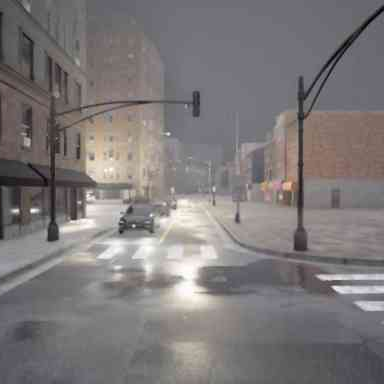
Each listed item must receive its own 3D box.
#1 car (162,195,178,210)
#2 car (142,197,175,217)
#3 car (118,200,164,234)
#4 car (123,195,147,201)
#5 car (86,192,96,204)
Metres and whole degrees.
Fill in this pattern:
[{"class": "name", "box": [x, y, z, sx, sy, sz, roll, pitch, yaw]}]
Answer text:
[{"class": "car", "box": [-2.801, 1.156, 38.892, 2.097, 1.767, 4.553, 0, 0, 0]}, {"class": "car", "box": [-2.838, 1.417, 28.655, 1.994, 1.385, 4.181, 0, 0, 0]}, {"class": "car", "box": [-2.849, 1.408, 18.734, 1.837, 1.490, 4.892, 0, 0, 0]}, {"class": "car", "box": [-8.988, 1.293, 54.303, 4.674, 1.442, 1.812, 0, 0, 9]}, {"class": "car", "box": [-19.008, 1.033, 55.937, 5.566, 2.045, 2.150, 0, 0, 9]}]
